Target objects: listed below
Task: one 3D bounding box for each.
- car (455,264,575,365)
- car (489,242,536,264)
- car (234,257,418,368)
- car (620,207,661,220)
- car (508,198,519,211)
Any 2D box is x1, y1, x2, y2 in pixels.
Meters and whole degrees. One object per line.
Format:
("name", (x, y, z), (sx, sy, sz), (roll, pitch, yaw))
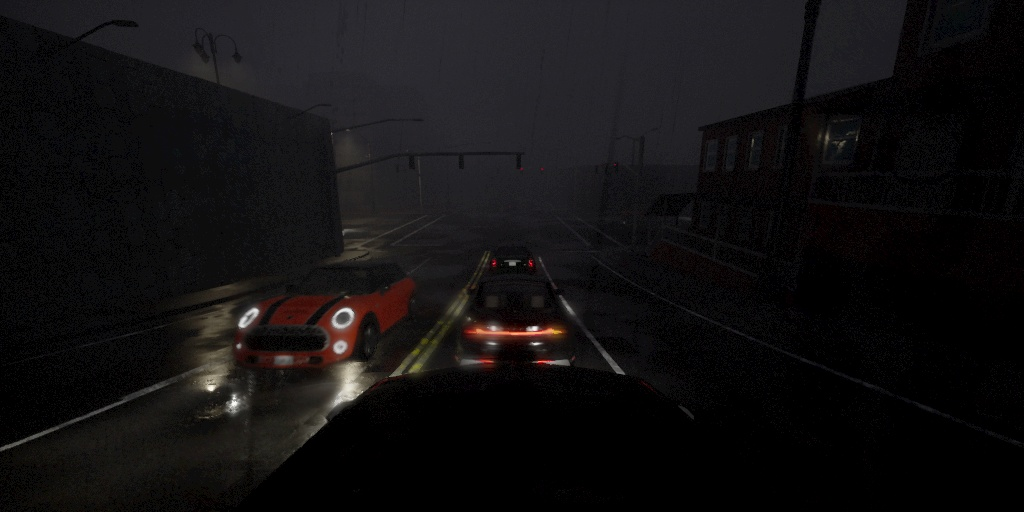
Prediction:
("car", (0.058, 1.122, 7.162), (1.837, 1.490, 4.892), (0, 2, 0))
("car", (0.030, 0.086, 17.417), (2.097, 1.767, 4.553), (0, 7, 0))
("car", (-3.601, 0.941, 7.862), (2.097, 1.767, 4.553), (0, 3, 0))
("car", (16.483, -5.544, 46.012), (5.008, 1.535, 1.882), (0, 12, 0))
("car", (0.220, -8.123, 58.173), (2.033, 1.411, 5.357), (0, 12, 0))
